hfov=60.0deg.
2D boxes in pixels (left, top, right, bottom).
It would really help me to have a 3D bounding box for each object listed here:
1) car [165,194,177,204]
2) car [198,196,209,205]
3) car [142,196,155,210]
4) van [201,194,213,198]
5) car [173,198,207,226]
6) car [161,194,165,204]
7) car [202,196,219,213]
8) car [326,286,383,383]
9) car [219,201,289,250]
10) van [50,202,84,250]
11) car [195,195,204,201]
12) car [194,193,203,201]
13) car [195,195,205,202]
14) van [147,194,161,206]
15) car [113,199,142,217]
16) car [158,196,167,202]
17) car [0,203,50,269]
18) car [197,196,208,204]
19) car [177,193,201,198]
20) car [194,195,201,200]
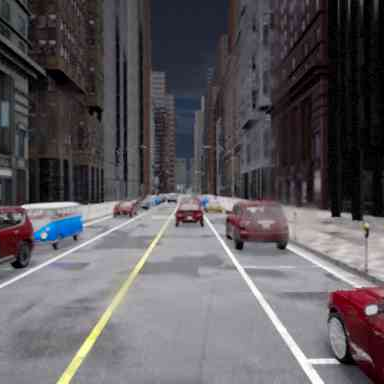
[{"bbox_3d":[-3.785,1.607,64.587,1.895,1.301,4.718,0,0,-1],"label":"car"},{"bbox_3d":[2.039,1.505,59.466,1.752,1.417,4.829,0,0,-1],"label":"car"},{"bbox_3d":[-6.271,1.581,42.269,1.947,1.339,4.313,0,0,-1],"label":"car"},{"bbox_3d":[2.252,1.318,42.388,1.690,1.788,3.998,0,0,-1],"label":"van"},{"bbox_3d":[-0.173,1.466,23.419,1.882,1.535,5.008,0,0,-1],"label":"car"},{"bbox_3d":[-6.482,1.583,59.177,1.947,1.339,4.313,0,0,-1],"label":"car"},{"bbox_3d":[2.322,1.502,36.922,1.752,1.417,4.829,0,0,-1],"label":"car"},{"bbox_3d":[2.748,1.530,2.937,1.887,1.381,4.507,0,0,-1],"label":"car"},{"bbox_3d":[2.605,1.295,14.208,2.192,1.841,5.009,0,0,-1],"label":"car"},{"bbox_3d":[-5.919,1.359,14.087,1.690,1.788,3.998,0,0,-1],"label":"van"},{"bbox_3d":[1.760,1.549,81.839,1.947,1.339,4.313,0,0,-1],"label":"car"},{"bbox_3d":[1.687,1.300,87.475,2.192,1.841,5.009,0,0,-1],"label":"car"},{"bbox_3d":[1.829,1.423,76.203,1.967,1.590,4.097,0,0,-1],"label":"car"},{"bbox_3d":[-6.413,1.357,53.541,1.690,1.788,3.998,0,0,-1],"label":"van"},{"bbox_3d":[-6.129,1.559,30.996,1.887,1.381,4.507,0,0,-1],"label":"car"},{"bbox_3d":[-6.694,1.565,76.086,1.887,1.381,4.507,0,0,-1],"label":"car"},{"bbox_3d":[-5.848,1.335,8.451,2.192,1.841,5.009,0,0,-1],"label":"car"},{"bbox_3d":[1.971,1.531,64.931,2.008,1.369,4.403,0,0,-1],"label":"car"},{"bbox_3d":[-0.378,1.339,39.660,2.097,1.767,4.553,0,0,-1],"label":"car"},{"bbox_3d":[1.618,1.531,93.111,1.887,1.381,4.507,0,0,-1],"label":"car"}]
